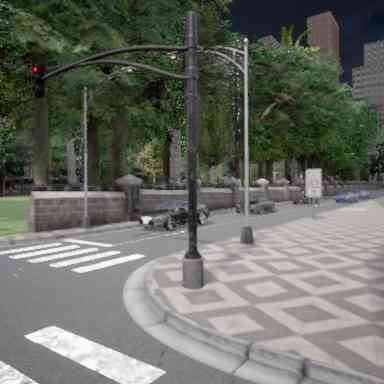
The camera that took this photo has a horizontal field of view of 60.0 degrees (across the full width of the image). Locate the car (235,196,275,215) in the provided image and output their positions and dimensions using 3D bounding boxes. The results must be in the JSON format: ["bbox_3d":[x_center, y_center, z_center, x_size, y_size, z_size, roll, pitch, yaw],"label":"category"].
[{"bbox_3d":[5.216,1.057,27.189,1.994,1.385,4.181,0,1,36],"label":"car"}]

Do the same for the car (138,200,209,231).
[{"bbox_3d":[-0.901,1.204,18.678,2.128,1.511,4.902,0,1,36],"label":"car"}]

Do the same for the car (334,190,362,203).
[{"bbox_3d":[19.066,0.602,41.094,2.033,1.411,5.357,0,1,36],"label":"car"}]

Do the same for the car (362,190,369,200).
[{"bbox_3d":[25.177,0.365,49.691,2.033,1.411,5.357,0,1,36],"label":"car"}]

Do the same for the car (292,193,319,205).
[{"bbox_3d":[13.046,0.766,38.075,1.994,1.385,4.181,0,1,36],"label":"car"}]
